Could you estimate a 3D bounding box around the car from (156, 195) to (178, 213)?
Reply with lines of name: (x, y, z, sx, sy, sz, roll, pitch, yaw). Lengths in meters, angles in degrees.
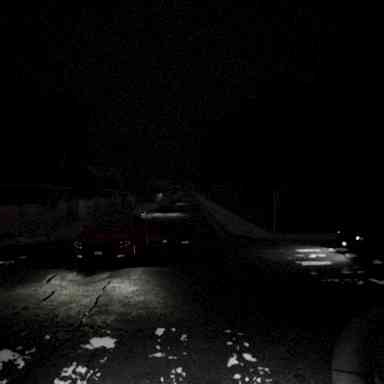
car: (-2.831, 1.467, 36.823, 1.882, 1.535, 5.008, 0, 0, 0)

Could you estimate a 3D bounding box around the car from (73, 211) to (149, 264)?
car: (-2.783, 1.515, 12.326, 1.882, 1.535, 5.008, -1, 1, 0)

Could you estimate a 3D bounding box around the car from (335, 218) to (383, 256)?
car: (7.911, 1.335, 11.489, 5.357, 1.411, 2.033, -1, 0, 0)

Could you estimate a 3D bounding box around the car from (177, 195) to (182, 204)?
car: (-2.890, 1.383, 62.605, 1.812, 1.442, 4.674, 0, 0, 0)
